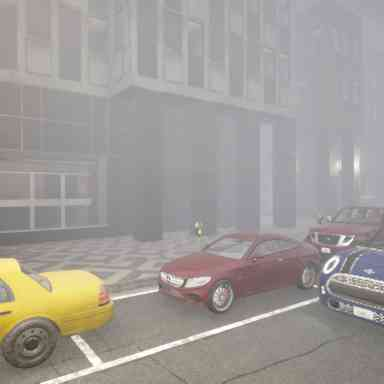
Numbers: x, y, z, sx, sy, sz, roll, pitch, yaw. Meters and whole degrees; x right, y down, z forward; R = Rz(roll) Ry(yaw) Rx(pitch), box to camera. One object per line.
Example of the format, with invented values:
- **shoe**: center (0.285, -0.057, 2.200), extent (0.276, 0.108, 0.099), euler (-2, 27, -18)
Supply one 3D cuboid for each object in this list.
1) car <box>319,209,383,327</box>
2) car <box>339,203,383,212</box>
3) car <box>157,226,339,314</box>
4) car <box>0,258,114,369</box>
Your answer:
- **car**: center (4.575, 1.351, 6.635), extent (4.553, 1.767, 2.097), euler (0, 0, -35)
- **car**: center (5.798, 1.314, 10.779), extent (5.009, 1.841, 2.192), euler (0, 0, -35)
- **car**: center (1.235, 1.582, 7.528), extent (4.206, 1.307, 1.802), euler (0, 0, -35)
- **car**: center (-3.466, 1.525, 4.180), extent (4.829, 1.417, 1.752), euler (0, 0, -35)
